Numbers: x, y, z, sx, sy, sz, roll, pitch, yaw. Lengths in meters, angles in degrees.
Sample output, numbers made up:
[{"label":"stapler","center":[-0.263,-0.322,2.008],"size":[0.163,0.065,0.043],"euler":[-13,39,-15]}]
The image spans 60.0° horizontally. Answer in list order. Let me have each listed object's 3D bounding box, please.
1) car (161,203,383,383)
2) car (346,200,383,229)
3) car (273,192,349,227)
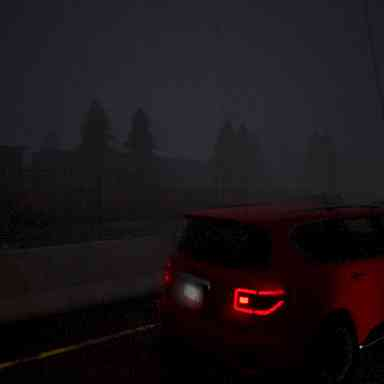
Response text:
[{"label":"car","center":[2.192,1.189,5.319],"size":[5.566,2.045,2.150],"euler":[-1,1,-35]},{"label":"car","center":[12.253,1.323,21.340],"size":[4.902,1.511,2.128],"euler":[-1,0,-36]},{"label":"car","center":[8.228,1.071,22.756],"size":[5.566,2.045,2.150],"euler":[-1,0,-36]}]
